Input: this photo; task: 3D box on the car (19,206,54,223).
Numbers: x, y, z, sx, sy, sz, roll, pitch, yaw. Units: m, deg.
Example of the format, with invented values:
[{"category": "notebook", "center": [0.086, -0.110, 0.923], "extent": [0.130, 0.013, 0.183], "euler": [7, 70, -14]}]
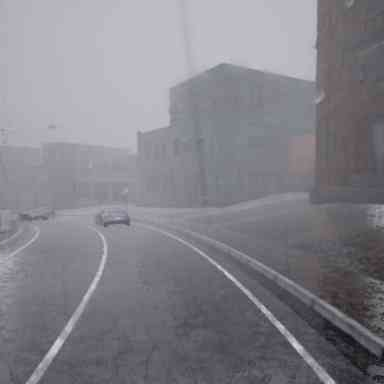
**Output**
[{"category": "car", "center": [-17.255, 2.528, 36.140], "extent": [2.033, 1.411, 5.357], "euler": [-3, -1, -40]}]

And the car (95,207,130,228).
[{"category": "car", "center": [-6.177, 1.881, 25.507], "extent": [1.994, 1.385, 4.181], "euler": [-2, -1, -26]}]
